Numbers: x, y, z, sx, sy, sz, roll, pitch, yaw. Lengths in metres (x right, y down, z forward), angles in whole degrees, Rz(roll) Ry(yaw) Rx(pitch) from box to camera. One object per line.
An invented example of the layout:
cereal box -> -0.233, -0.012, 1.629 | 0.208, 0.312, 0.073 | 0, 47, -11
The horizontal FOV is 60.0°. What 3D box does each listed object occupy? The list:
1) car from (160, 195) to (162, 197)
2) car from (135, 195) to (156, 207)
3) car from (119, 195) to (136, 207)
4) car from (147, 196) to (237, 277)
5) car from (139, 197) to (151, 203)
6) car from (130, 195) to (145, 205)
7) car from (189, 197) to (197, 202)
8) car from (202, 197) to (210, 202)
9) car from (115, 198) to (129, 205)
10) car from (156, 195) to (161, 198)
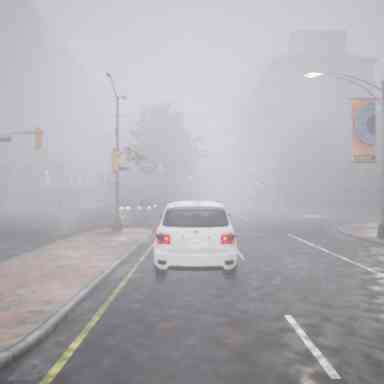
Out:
car -> -7.817, 1.610, 76.170 | 2.150, 2.045, 5.566 | 0, 0, 0
car -> -7.942, 1.644, 57.668 | 2.097, 1.767, 4.553 | 0, 0, 0
car -> -11.426, 1.792, 59.445 | 2.128, 1.511, 4.902 | 0, 0, 1
car -> 0.096, 1.279, 10.521 | 2.150, 2.045, 5.566 | 0, 0, 0
car -> -11.308, 1.929, 79.802 | 2.128, 1.511, 4.902 | 0, 0, 0
car -> -11.334, 1.576, 69.365 | 2.150, 2.045, 5.566 | 0, 0, 0
car -> 0.215, 1.991, 89.189 | 2.033, 1.411, 5.357 | 0, 0, 0
car -> 3.716, 1.993, 89.643 | 2.033, 1.411, 5.357 | 0, 0, 0
car -> -14.583, 1.946, 69.491 | 1.895, 1.301, 4.718 | 0, 0, 0
car -> -7.864, 1.862, 66.552 | 1.812, 1.442, 4.674 | 0, 0, 1
